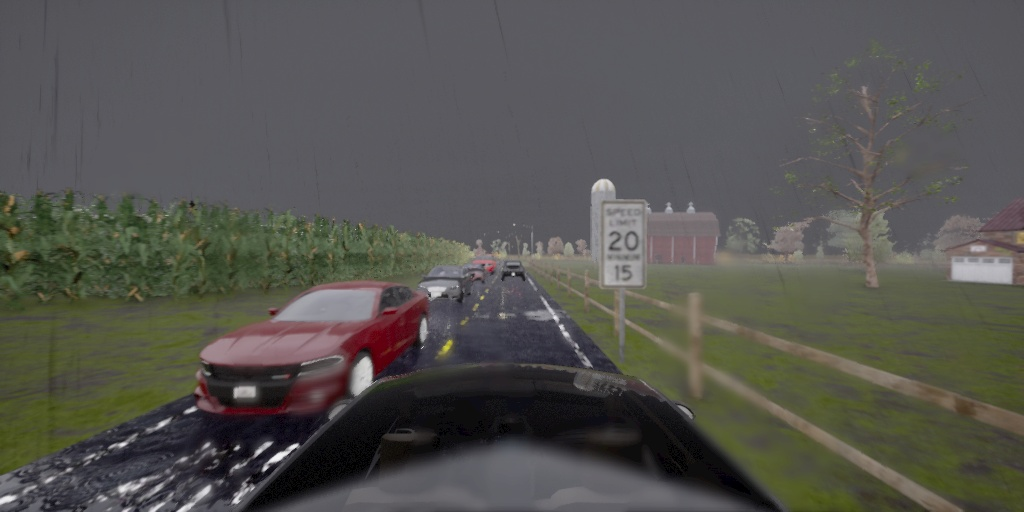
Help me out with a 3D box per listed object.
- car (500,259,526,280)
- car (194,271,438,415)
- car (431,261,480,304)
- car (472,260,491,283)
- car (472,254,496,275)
[{"bbox_3d":[0.103,1.120,29.477,1.837,1.490,4.892,0,0,0],"label":"car"},{"bbox_3d":[-2.868,1.203,6.398,1.882,1.535,5.008,0,0,1],"label":"car"},{"bbox_3d":[-2.843,1.169,15.994,2.128,1.511,4.902,0,0,0],"label":"car"},{"bbox_3d":[-2.831,1.195,26.041,1.994,1.385,4.181,0,0,0],"label":"car"},{"bbox_3d":[-2.795,0.805,36.757,2.150,2.045,5.566,0,0,0],"label":"car"}]
